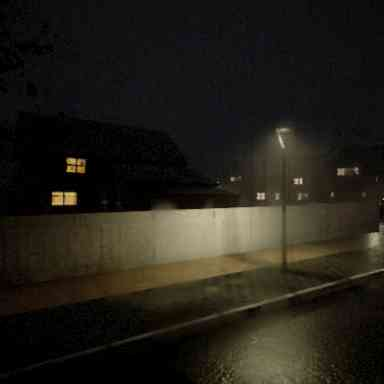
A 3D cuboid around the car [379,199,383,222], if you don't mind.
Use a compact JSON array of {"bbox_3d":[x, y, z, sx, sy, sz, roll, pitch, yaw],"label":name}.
[{"bbox_3d":[15.510,1.425,25.357,2.150,2.045,5.566,2,-2,-37],"label":"car"}]
